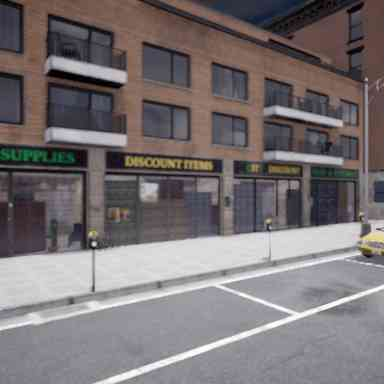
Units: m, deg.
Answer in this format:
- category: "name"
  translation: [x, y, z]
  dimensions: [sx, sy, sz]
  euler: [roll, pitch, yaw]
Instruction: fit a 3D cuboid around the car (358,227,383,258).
- category: "car"
  translation: [7.655, 1.520, 11.663]
  dimensions: [4.829, 1.417, 1.752]
  euler: [0, 0, -36]
